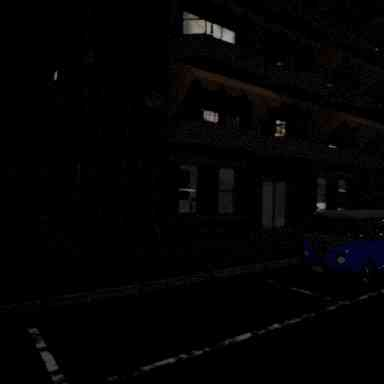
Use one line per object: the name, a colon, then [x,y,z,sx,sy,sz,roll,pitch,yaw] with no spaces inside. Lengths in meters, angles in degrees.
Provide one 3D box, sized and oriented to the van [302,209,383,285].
van: [4.842,1.402,9.420,3.998,1.788,1.690,1,1,-35]
